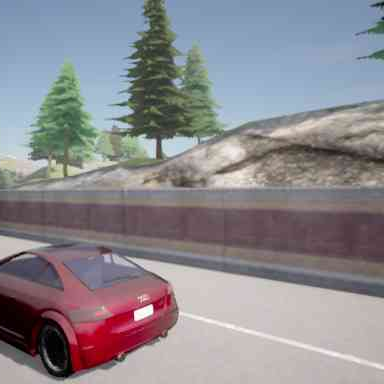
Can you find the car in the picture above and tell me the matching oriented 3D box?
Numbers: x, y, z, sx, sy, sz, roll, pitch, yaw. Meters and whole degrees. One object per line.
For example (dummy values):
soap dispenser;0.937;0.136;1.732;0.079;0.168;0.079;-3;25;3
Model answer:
car;-2.268;1.566;5.592;4.181;1.385;1.994;0;0;36
